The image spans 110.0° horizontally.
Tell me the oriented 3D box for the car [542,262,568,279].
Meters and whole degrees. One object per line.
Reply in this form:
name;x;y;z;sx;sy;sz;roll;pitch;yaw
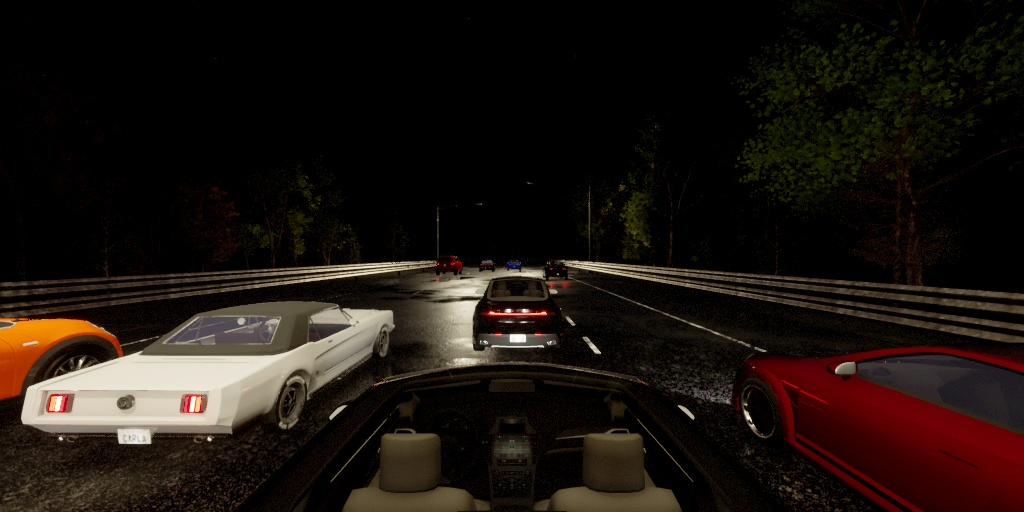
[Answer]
car;3.733;1.264;31.460;2.128;1.511;4.902;0;0;0

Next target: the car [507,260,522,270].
car;0.317;1.279;50.251;1.882;1.535;5.008;0;0;0

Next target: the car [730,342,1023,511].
car;3.601;1.314;2.578;1.994;1.385;4.181;0;0;0

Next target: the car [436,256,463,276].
car;-6.736;1.006;38.707;2.150;2.045;5.566;0;0;0

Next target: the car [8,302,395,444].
car;-3.401;1.350;5.474;1.895;1.301;4.718;0;0;0

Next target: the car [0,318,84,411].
car;-6.919;1.102;3.473;2.097;1.767;4.553;0;0;1

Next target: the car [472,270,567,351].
car;0.122;1.255;8.956;1.837;1.490;4.892;0;0;0

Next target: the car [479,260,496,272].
car;-3.198;1.286;46.610;2.128;1.511;4.902;0;0;0
